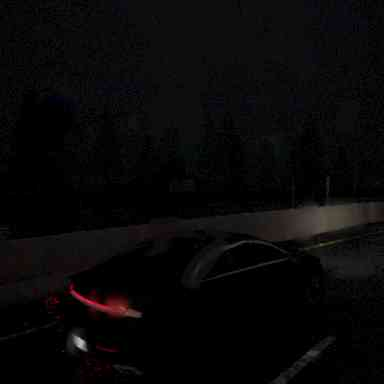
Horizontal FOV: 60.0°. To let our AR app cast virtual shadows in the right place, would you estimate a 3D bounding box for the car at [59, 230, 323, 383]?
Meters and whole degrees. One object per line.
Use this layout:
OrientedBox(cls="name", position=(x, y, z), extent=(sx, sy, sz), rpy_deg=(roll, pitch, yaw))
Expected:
OrientedBox(cls="car", position=(0.440, 1.378, 5.365), extent=(2.128, 1.511, 4.902), rpy_deg=(1, 1, 43))
